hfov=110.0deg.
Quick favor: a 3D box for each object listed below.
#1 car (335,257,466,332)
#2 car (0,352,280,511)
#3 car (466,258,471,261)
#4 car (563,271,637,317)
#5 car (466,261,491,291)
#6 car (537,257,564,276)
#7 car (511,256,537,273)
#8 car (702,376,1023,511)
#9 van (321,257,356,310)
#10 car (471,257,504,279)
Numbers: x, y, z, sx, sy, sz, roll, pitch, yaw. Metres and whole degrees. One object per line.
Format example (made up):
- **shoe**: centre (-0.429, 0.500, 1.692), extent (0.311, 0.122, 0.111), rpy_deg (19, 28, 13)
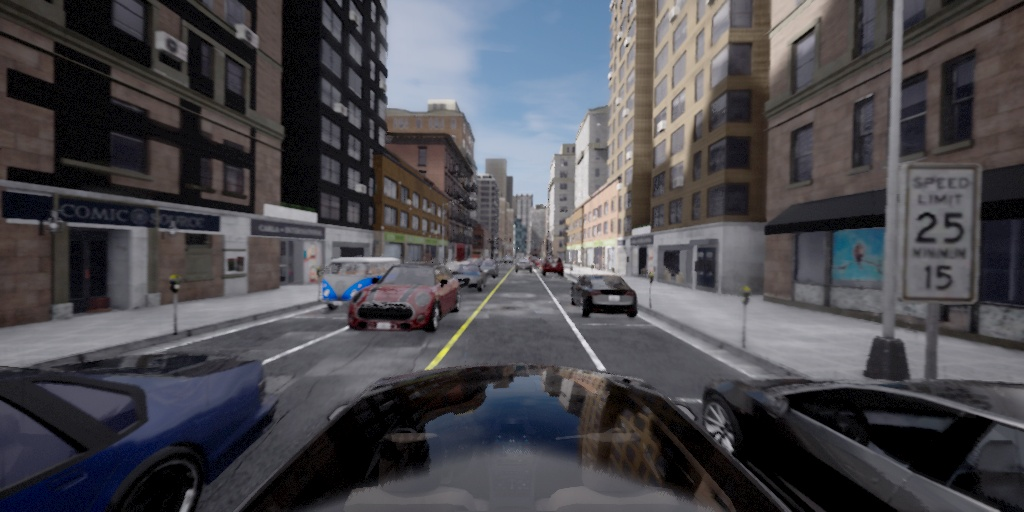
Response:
- **car**: centre (-2.857, 1.003, 10.484), extent (2.097, 1.767, 4.553), rpy_deg (1, 0, 2)
- **car**: centre (-3.180, 1.243, 1.002), extent (2.033, 1.411, 5.357), rpy_deg (1, 0, 2)
- **car**: centre (-4.814, 1.050, 29.560), extent (1.751, 1.417, 4.829), rpy_deg (0, 0, 2)
- **car**: centre (3.165, 1.311, 12.968), extent (1.948, 1.339, 4.313), rpy_deg (0, 0, 2)
- **car**: centre (-2.534, 1.170, 20.457), extent (1.994, 1.385, 4.181), rpy_deg (1, 0, 1)
- **car**: centre (3.893, 0.973, 34.942), extent (2.192, 1.841, 5.009), rpy_deg (0, 0, 2)
- **car**: centre (1.331, 1.083, 40.435), extent (2.128, 1.511, 4.902), rpy_deg (1, 0, 2)
- **car**: centre (2.801, 1.362, 1.980), extent (1.948, 1.339, 4.313), rpy_deg (0, 0, 2)
- **van**: centre (-5.355, 0.933, 13.249), extent (1.690, 1.789, 3.998), rpy_deg (0, 0, 2)
- **car**: centre (-2.156, 1.060, 30.580), extent (2.128, 1.511, 4.902), rpy_deg (1, 0, 2)
